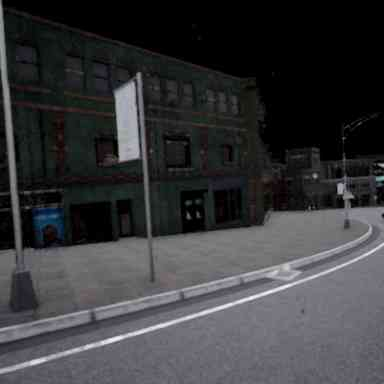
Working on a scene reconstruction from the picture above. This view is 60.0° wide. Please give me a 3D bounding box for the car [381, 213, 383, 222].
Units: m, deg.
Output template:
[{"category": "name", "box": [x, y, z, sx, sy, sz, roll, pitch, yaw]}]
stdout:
[{"category": "car", "box": [18.601, 2.181, 30.061, 1.895, 1.301, 4.718, -3, -2, 19]}]
